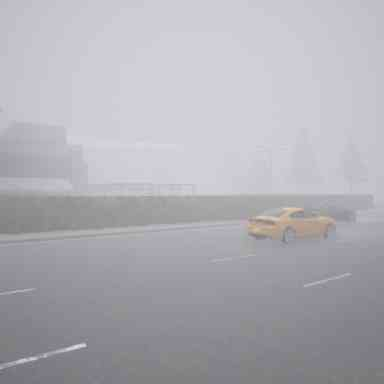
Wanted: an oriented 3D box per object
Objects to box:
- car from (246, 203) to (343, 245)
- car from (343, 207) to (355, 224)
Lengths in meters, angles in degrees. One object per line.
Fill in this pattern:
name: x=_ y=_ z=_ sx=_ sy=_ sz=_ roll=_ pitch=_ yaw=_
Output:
car: x=4.778 y=1.477 z=15.755 sx=5.008 sy=1.535 sz=1.882 roll=0 pitch=0 yaw=-36
car: x=9.616 y=1.491 z=23.506 sx=4.902 sy=1.511 sz=2.128 roll=0 pitch=0 yaw=-36
